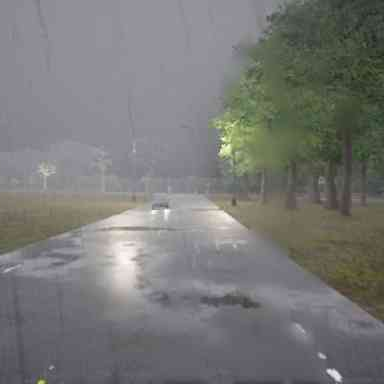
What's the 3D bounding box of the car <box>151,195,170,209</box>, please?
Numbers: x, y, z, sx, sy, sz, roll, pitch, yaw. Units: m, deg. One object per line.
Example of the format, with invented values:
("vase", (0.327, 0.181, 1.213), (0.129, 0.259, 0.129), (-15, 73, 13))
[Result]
("car", (-3.576, 1.178, 38.912), (1.837, 1.490, 4.892), (0, 1, 0))
